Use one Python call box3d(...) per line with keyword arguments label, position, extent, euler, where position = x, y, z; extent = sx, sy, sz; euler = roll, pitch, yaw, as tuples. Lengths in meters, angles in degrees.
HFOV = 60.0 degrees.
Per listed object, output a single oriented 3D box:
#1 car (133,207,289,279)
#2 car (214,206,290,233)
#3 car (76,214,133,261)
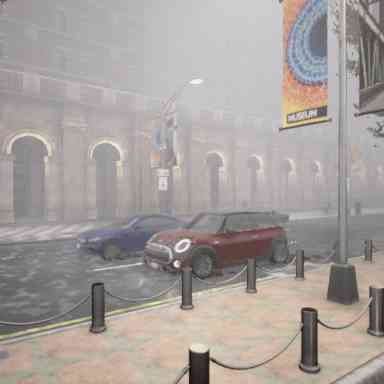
box3d(label="car", position=(0.824, 1.354, 10.138), extent=(4.553, 1.767, 2.097), euler=(0, 0, -36))
box3d(label="car", position=(3.755, 1.600, 20.463), extent=(4.718, 1.301, 1.895), euler=(0, 0, -36))
box3d(label="car", position=(-1.906, 1.527, 12.482), extent=(4.674, 1.442, 1.812), euler=(0, 0, -36))
